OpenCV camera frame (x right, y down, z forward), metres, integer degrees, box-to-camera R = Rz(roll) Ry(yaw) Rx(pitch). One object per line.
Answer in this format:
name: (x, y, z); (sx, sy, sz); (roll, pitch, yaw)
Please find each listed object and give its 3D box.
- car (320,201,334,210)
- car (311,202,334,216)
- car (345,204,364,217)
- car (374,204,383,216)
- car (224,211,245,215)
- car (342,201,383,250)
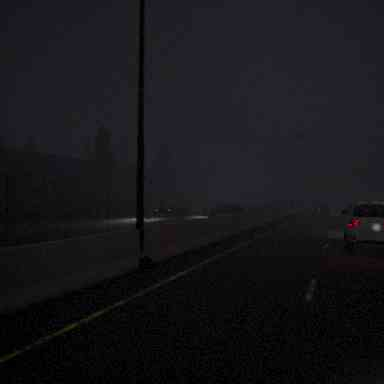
car: (22.866, 2.305, 56.265); (1.994, 1.385, 4.181); (0, -1, 23)
car: (15.143, 2.055, 39.041); (2.033, 1.411, 5.357); (0, -1, 26)
car: (19.199, 2.148, 39.491); (1.895, 1.301, 4.718); (0, -1, 24)
car: (23.558, 2.195, 40.628); (1.895, 1.301, 4.718); (0, -1, 24)
car: (3.501, 1.819, 30.771); (2.128, 1.511, 4.902); (0, -1, 25)
car: (8.134, 1.438, 15.103); (2.150, 2.045, 5.566); (0, -1, 24)
